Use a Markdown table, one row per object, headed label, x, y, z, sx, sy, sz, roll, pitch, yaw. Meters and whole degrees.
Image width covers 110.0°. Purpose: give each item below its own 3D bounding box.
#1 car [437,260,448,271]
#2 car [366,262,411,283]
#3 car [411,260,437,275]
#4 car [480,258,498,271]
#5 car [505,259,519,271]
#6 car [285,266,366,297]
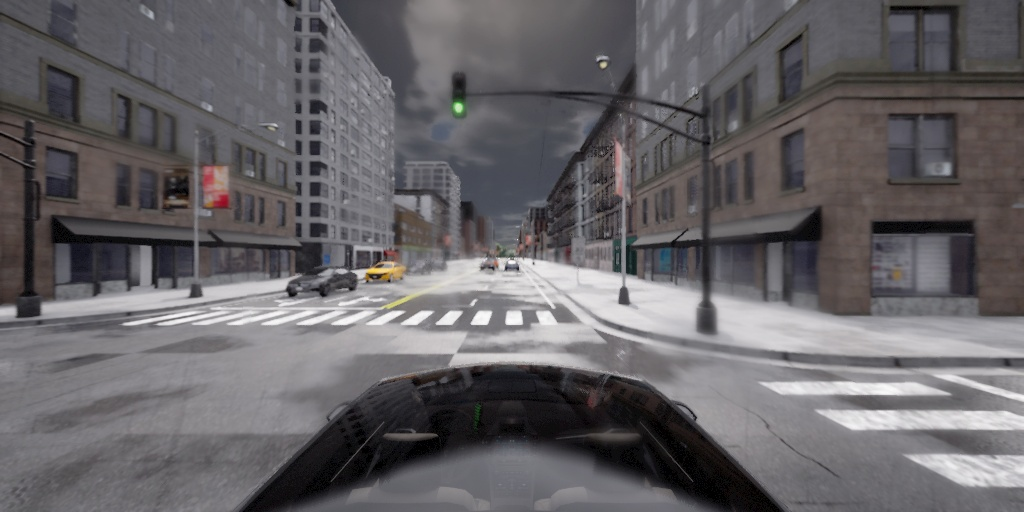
| label | x | y | z | sx | sy | sz | roll | pitch | yaw |
| --- | --- | --- | --- | --- | --- | --- | --- | --- | --- |
| car | -9.797 | 1.234 | 48.084 | 1.812 | 1.442 | 4.674 | 0 | 0 | 0 |
| car | -9.843 | 1.213 | 28.253 | 1.882 | 1.535 | 5.008 | 0 | 0 | 0 |
| car | -9.839 | 1.214 | 38.065 | 2.128 | 1.511 | 4.902 | 0 | 0 | 0 |
| car | -3.247 | 1.302 | 48.498 | 1.895 | 1.301 | 4.718 | 0 | 0 | 0 |
| car | 0.003 | 1.261 | 48.468 | 1.994 | 1.385 | 4.181 | 0 | 0 | 0 |
| car | -9.845 | 1.271 | 19.057 | 1.812 | 1.442 | 4.674 | 0 | 0 | 2 |
